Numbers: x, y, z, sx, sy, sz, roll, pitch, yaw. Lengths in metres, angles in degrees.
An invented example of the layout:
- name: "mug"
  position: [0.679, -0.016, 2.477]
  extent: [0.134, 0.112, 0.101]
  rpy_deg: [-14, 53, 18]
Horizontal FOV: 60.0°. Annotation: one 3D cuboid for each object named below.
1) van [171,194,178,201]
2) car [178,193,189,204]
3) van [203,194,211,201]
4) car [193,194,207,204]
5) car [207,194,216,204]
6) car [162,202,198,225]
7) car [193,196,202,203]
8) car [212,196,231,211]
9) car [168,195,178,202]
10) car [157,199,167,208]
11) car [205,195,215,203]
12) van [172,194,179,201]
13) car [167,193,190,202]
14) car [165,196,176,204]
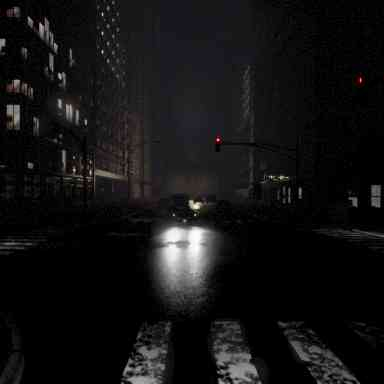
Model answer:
- name: "van"
  position: [-4.215, 1.321, 80.429]
  extent: [1.690, 1.788, 3.998]
  rpy_deg: [0, 0, 0]
- name: "car"
  position: [-1.592, 1.222, 66.364]
  extent: [2.150, 2.045, 5.566]
  rpy_deg: [0, 0, 0]
- name: "van"
  position: [3.665, 1.321, 80.467]
  extent: [1.690, 1.788, 3.998]
  rpy_deg: [0, 0, 0]
- name: "car"
  position: [1.271, 1.524, 62.996]
  extent: [1.812, 1.442, 4.674]
  rpy_deg: [0, 0, 0]
- name: "car"
  position: [3.746, 1.313, 63.884]
  extent: [2.192, 1.841, 5.009]
  rpy_deg: [0, 0, 0]
- name: "car"
  position: [-0.846, 1.621, 24.335]
  extent: [1.895, 1.301, 4.718]
  rpy_deg: [0, 0, -10]
- name: "car"
  position: [1.145, 1.528, 73.303]
  extent: [2.033, 1.411, 5.357]
  rpy_deg: [0, 0, 0]
- name: "car"
  position: [3.902, 1.579, 41.776]
  extent: [1.947, 1.339, 4.313]
  rpy_deg: [0, 0, 0]
- name: "car"
  position: [-4.188, 1.426, 74.902]
  extent: [1.967, 1.590, 4.097]
  rpy_deg: [0, 0, 0]
- name: "car"
  position: [-4.055, 1.592, 47.264]
  extent: [1.802, 1.307, 4.206]
  rpy_deg: [0, 0, 0]
- name: "car"
  position: [3.719, 1.432, 69.412]
  extent: [1.967, 1.590, 4.097]
  rpy_deg: [0, 0, 0]
- name: "van"
  position: [-4.242, 1.315, 85.957]
  extent: [1.690, 1.788, 3.998]
  rpy_deg: [0, 0, 0]
- name: "car"
  position: [-1.566, 1.234, 42.182]
  extent: [2.150, 2.045, 5.566]
  rpy_deg: [0, 0, 0]
- name: "car"
  position: [-4.135, 1.564, 63.846]
  extent: [1.947, 1.339, 4.313]
  rpy_deg: [0, 0, 0]
